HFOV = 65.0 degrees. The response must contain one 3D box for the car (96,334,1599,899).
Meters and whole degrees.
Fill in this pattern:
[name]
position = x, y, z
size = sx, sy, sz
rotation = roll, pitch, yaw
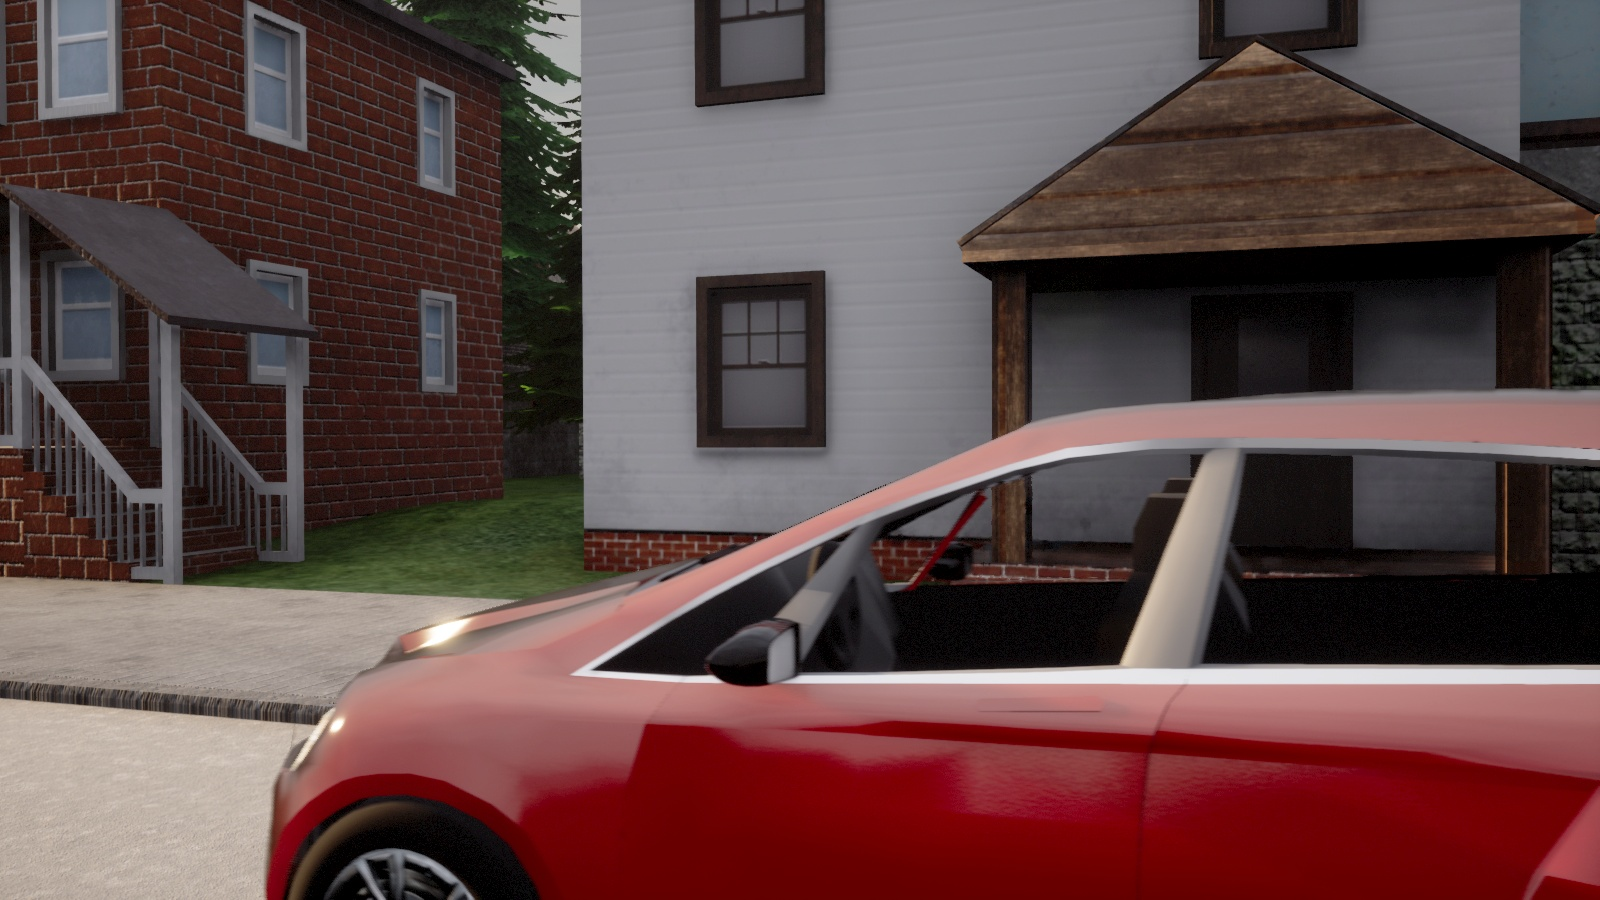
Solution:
[car]
position = 0.796, 0.619, 3.450
size = 4.611, 1.667, 2.242
rotation = 1, 1, 19
